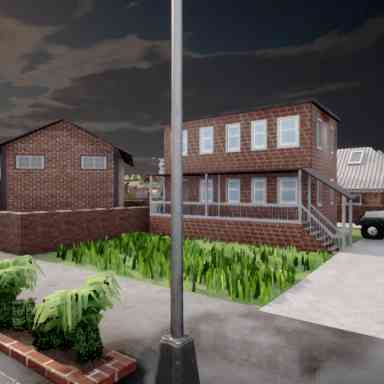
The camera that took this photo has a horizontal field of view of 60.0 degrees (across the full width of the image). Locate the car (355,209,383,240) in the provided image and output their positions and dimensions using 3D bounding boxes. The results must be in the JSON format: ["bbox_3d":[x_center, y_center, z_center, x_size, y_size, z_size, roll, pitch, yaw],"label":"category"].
[{"bbox_3d":[8.443,0.973,12.627,3.866,1.878,1.905,0,0,36],"label":"car"}]
